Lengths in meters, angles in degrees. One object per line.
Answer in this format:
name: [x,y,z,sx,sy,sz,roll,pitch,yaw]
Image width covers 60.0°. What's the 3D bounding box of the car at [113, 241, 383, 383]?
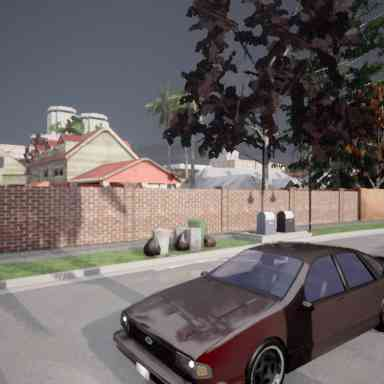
car: [1.581,1.548,5.219,5.357,1.411,2.033,0,0,-37]
